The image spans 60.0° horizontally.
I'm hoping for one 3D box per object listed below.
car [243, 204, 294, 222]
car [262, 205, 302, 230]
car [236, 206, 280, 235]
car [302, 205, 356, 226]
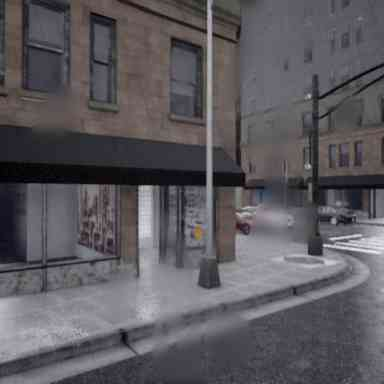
[{"bbox_3d":[6.541,1.758,28.957,1.802,1.307,4.206,-1,0,-35],"label":"car"},{"bbox_3d":[4.460,1.637,21.545,1.812,1.442,4.674,0,-1,-34],"label":"car"},{"bbox_3d":[2.745,1.679,19.516,1.802,1.307,4.206,0,0,-35],"label":"car"},{"bbox_3d":[9.712,1.672,24.429,2.008,1.369,4.403,-1,0,-35],"label":"car"}]
